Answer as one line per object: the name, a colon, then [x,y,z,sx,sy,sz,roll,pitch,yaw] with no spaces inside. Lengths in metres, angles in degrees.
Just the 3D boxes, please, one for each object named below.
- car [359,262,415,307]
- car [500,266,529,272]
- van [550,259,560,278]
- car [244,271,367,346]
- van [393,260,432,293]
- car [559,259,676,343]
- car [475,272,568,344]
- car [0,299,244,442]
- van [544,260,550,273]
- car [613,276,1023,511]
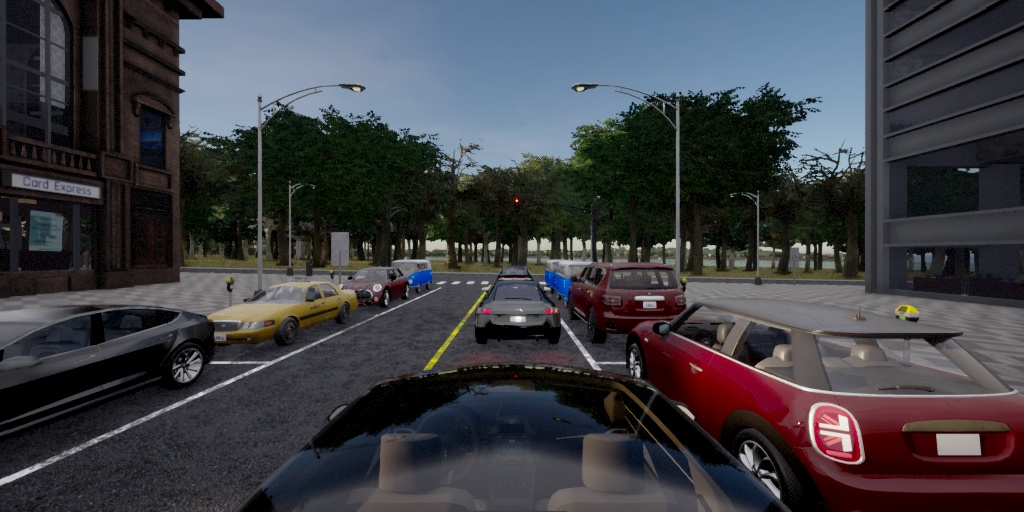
car: [-5.738,1.191,15.049,1.967,1.591,4.097,0,0,0]
car: [0.132,1.243,18.525,2.128,1.511,4.902,0,0,0]
van: [2.787,1.092,15.033,1.690,1.789,3.998,0,0,0]
car: [-5.749,1.276,9.441,1.751,1.417,4.829,0,0,0]
van: [-5.728,1.092,20.486,1.690,1.789,3.998,0,0,0]
car: [2.777,1.065,9.595,2.192,1.841,5.009,0,0,0]
car: [0.119,1.314,9.643,1.994,1.385,4.181,0,0,0]
car: [-5.759,1.316,4.174,1.948,1.339,4.313,0,0,0]
van: [2.797,1.092,20.470,1.690,1.789,3.998,0,0,0]
car: [2.766,1.190,4.157,1.967,1.591,4.097,0,0,0]
